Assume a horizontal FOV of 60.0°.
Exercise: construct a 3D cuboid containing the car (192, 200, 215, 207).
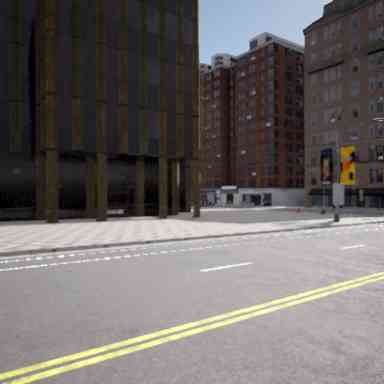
[{"bbox_3d":[2.115,2.177,63.561,2.033,1.411,5.357,0,0,-35],"label":"car"}]
